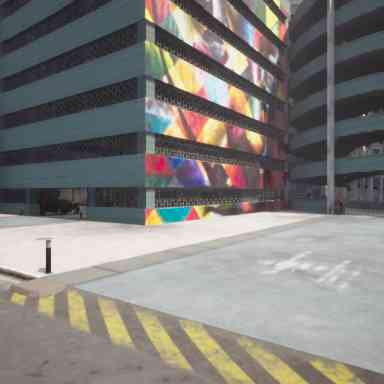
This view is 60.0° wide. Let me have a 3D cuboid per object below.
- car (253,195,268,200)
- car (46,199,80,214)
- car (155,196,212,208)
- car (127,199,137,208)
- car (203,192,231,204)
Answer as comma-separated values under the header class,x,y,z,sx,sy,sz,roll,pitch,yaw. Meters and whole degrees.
class,x,y,z,sx,sy,sz,roll,pitch,yaw
car,18.588,1.481,90.391,4.892,1.521,2.231,0,0,36
car,-13.256,1.413,33.178,4.786,1.482,2.161,0,0,36
car,-0.974,1.320,29.317,4.674,1.452,2.002,0,0,36
car,-6.083,1.463,42.305,4.718,1.301,1.895,0,0,36
car,4.147,1.028,57.740,5.566,2.045,2.435,0,0,36
